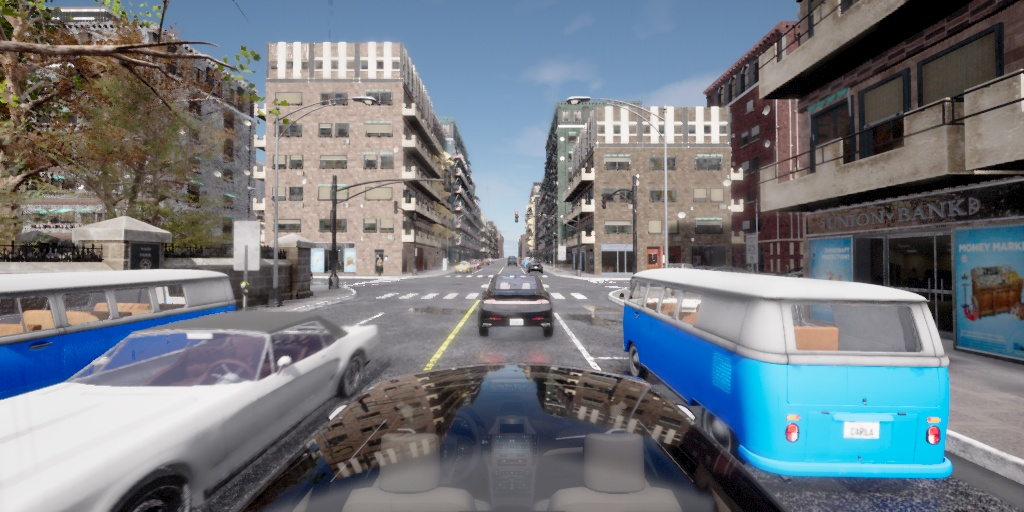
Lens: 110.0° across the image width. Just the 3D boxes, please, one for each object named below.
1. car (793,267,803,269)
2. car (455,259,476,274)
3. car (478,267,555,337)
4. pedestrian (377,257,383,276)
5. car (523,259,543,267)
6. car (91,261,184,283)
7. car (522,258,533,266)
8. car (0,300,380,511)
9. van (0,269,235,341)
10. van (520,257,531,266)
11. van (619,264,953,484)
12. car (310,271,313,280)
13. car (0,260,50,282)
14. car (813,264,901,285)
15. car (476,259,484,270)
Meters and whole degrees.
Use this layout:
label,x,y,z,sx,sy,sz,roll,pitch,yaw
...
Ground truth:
label,x,y,z,sx,sy,sz,roll,pitch,yaw
car,24.918,1.547,30.561,4.313,1.339,1.948,0,0,1
car,-5.681,1.289,42.363,1.751,1.417,4.829,0,0,0
car,0.102,1.244,10.315,2.128,1.511,4.902,0,0,0
pedestrian,-12.533,0.967,33.977,0.375,1.860,0.375,0,-1,1
car,2.699,1.330,42.532,1.948,1.339,4.313,0,0,0
car,-26.409,1.119,25.403,4.674,1.442,1.812,0,-1,1
car,2.700,1.317,48.174,2.007,1.370,4.403,0,0,0
car,-3.116,1.351,3.711,1.895,1.301,4.718,0,0,0
van,-5.655,1.092,4.589,1.690,1.789,3.998,0,0,0
van,2.703,1.112,59.459,1.690,1.789,3.998,0,0,0
van,2.659,1.092,4.585,1.690,1.789,3.998,0,0,0
car,-16.583,0.999,25.286,4.553,1.767,2.097,0,-1,1
car,-36.507,1.044,25.532,4.892,1.490,1.837,0,-1,1
car,26.791,1.424,27.961,5.008,1.535,1.882,0,-1,1
car,-5.680,1.208,53.819,1.967,1.591,4.097,0,0,0
